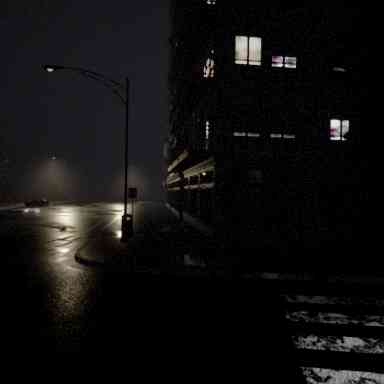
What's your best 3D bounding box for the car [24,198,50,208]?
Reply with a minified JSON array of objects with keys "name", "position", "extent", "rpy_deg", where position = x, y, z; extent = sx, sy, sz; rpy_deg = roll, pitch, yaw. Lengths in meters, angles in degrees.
[{"name":"car","position":[-21.132,1.491,45.516],"extent":[1.895,1.301,4.718],"rpy_deg":[1,0,-6]}]
